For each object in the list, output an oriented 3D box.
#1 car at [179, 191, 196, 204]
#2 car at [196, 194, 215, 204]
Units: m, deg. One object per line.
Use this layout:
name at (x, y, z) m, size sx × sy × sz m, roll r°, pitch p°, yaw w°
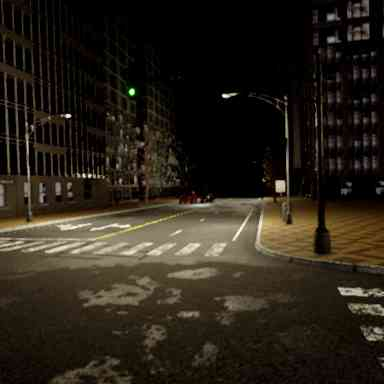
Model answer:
car at (-0.572, 0.928, 55.880) m, size 2.150 × 2.045 × 5.566 m, roll -1°, pitch 0°, yaw 13°
car at (2.612, 1.124, 55.200) m, size 2.128 × 1.511 × 4.902 m, roll -1°, pitch 0°, yaw 13°
